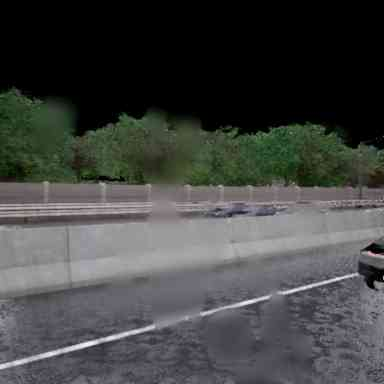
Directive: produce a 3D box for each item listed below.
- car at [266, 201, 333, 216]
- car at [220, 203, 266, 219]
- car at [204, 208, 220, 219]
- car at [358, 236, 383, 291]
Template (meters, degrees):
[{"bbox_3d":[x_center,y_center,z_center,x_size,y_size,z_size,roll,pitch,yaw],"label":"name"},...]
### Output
[{"bbox_3d":[7.456,1.479,22.214,4.553,1.767,2.097,1,0,-35],"label":"car"},{"bbox_3d":[4.982,1.671,24.750,5.357,1.411,2.033,1,0,-36],"label":"car"},{"bbox_3d":[3.583,1.676,28.052,5.357,1.411,2.033,1,0,-36],"label":"car"},{"bbox_3d":[5.905,1.549,7.962,4.902,1.511,2.128,1,0,-36],"label":"car"}]
